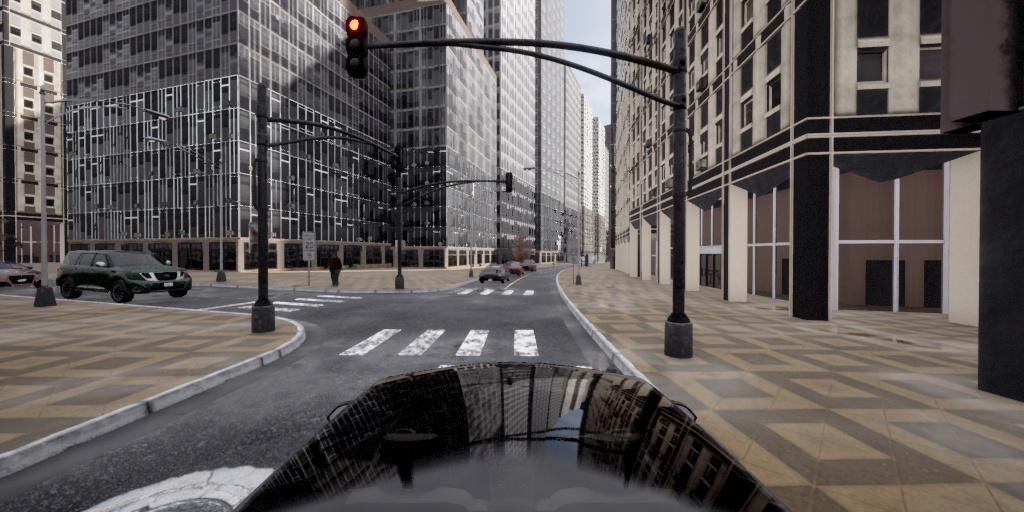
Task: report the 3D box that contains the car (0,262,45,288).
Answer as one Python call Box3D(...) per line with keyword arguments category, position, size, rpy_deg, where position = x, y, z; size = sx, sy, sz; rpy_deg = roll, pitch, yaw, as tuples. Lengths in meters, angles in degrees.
Box3D(category="car", position=(-25.803, 0.981, 18.019), size=(4.181, 1.385, 1.994), rpy_deg=(1, 1, 16))

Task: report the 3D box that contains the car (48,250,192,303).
Box3D(category="car", position=(-16.609, 0.770, 15.361), size=(5.566, 2.045, 2.150), rpy_deg=(1, 1, 17))

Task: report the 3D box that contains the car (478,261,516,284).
Box3D(category="car", position=(-1.224, 1.331, 28.096), size=(2.033, 1.411, 5.357), rpy_deg=(0, 0, 7))

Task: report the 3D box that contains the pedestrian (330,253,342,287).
Box3D(category="pedestrian", position=(-9.580, 0.716, 19.426), size=(0.375, 1.860, 0.375), rpy_deg=(0, 0, 16))

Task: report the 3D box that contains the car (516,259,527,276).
Box3D(category="car", position=(0.126, 1.297, 37.803), size=(1.882, 1.535, 5.008), rpy_deg=(0, 0, 9))

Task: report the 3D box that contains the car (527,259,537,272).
Box3D(category="car", position=(2.028, 1.224, 48.308), size=(2.097, 1.767, 4.553), rpy_deg=(0, 0, 12))
